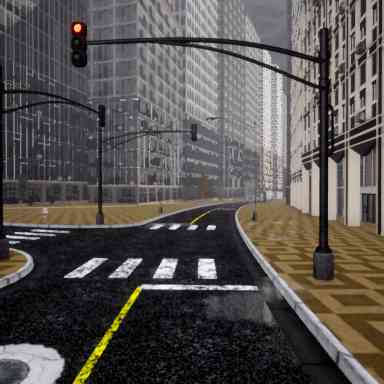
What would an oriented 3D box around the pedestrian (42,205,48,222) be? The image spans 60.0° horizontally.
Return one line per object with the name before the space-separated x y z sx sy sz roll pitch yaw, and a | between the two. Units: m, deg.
pedestrian | -9.293 1.344 21.036 0.500 1.100 0.500 0 0 17
